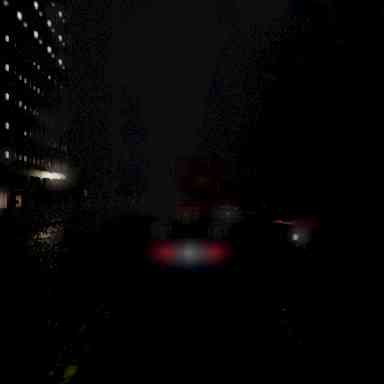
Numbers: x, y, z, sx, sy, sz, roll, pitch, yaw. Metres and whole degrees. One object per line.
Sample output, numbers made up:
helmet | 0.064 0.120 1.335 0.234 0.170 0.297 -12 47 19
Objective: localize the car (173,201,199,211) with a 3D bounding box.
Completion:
car | -0.463 1.518 27.856 1.837 1.490 4.892 0 0 -1

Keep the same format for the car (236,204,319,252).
car | 3.261 1.246 12.849 2.128 1.511 4.902 6 -1 -1

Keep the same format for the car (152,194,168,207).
car | -4.872 1.249 50.652 2.150 2.045 5.566 0 0 -3

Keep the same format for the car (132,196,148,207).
car | -8.250 1.377 52.992 2.097 1.767 4.553 0 0 -3

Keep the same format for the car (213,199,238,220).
car | 2.839 1.348 27.812 2.128 1.511 4.902 6 4 -1

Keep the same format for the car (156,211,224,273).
car | -0.068 1.552 10.637 2.033 1.411 5.357 0 0 0
